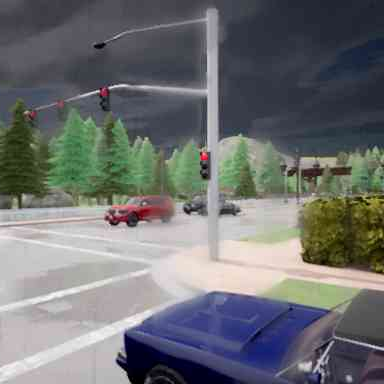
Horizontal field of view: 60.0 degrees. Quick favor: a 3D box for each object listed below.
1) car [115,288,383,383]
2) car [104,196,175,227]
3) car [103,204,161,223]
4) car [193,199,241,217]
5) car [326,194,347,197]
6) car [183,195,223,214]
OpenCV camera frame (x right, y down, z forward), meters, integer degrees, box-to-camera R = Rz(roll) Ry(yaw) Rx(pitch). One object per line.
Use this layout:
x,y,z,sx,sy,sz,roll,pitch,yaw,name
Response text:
1.535,1.603,2.872,4.718,1.301,1.895,0,0,36,car
-3.600,1.319,23.990,2.150,2.045,5.566,0,0,38,car
-4.944,1.718,27.924,1.895,1.301,4.718,0,0,38,car
2.772,1.641,32.015,2.033,1.411,5.357,0,0,38,car
16.823,1.270,38.173,2.150,2.045,5.566,0,0,38,car
1.393,1.335,35.904,2.150,2.045,5.566,0,0,39,car
